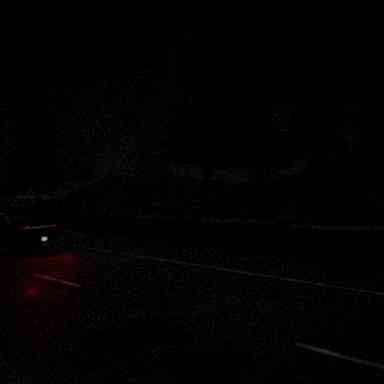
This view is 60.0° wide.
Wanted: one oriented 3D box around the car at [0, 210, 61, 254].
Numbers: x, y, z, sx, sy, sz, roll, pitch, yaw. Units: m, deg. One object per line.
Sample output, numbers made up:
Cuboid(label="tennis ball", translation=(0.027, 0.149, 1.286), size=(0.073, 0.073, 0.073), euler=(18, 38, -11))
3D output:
Cuboid(label="car", translation=(-7.286, 1.465, 13.420), size=(4.902, 1.511, 2.128), euler=(0, 0, 36))
